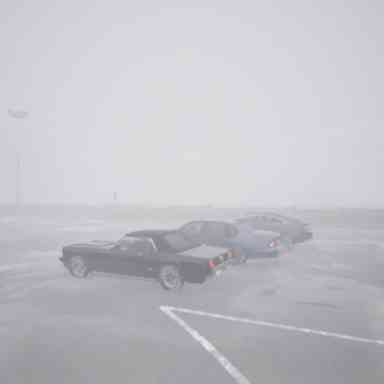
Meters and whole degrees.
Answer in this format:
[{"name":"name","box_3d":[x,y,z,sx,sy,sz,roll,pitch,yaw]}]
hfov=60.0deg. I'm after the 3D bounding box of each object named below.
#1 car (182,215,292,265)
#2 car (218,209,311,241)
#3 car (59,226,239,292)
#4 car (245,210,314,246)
[{"name":"car","box_3d":[0.623,1.687,12.109,5.357,1.411,2.033,-1,-1,26]},{"name":"car","box_3d":[3.950,1.723,18.262,4.674,1.442,1.812,-1,-1,26]},{"name":"car","box_3d":[-1.332,1.714,9.167,4.718,1.301,1.895,-1,-1,26]},{"name":"car","box_3d":[2.866,1.654,14.914,4.902,1.511,2.128,-1,-1,26]}]
